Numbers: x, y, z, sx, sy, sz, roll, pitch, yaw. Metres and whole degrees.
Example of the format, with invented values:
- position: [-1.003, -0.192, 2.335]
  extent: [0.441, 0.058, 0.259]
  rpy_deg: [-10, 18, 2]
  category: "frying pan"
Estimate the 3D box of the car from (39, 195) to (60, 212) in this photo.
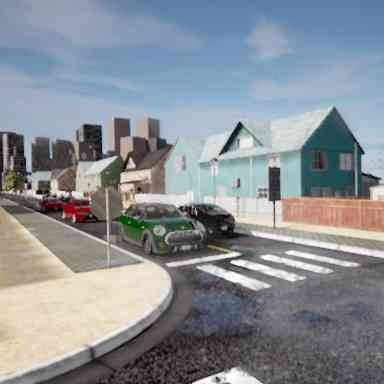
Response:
- position: [-14.035, 1.262, 33.335]
  extent: [1.895, 1.301, 4.718]
  rpy_deg: [-2, 1, -32]
  category: "car"

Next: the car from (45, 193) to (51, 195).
- position: [-21.339, 0.933, 50.254]
  extent: [2.128, 1.511, 4.902]
  rpy_deg: [-2, 1, -32]
  category: "car"

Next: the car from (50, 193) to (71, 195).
- position: [-15.796, 1.016, 41.532]
  extent: [2.128, 1.511, 4.902]
  rpy_deg: [-2, 1, -31]
  category: "car"

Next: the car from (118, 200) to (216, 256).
- position: [-1.296, 1.216, 12.866]
  extent: [2.097, 1.767, 4.553]
  rpy_deg: [-2, 1, -29]
  category: "car"

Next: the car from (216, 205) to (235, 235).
- position: [0.092, 1.277, 16.224]
  extent: [1.837, 1.490, 4.892]
  rpy_deg: [-2, 1, -32]
  category: "car"

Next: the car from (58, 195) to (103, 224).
- position: [-7.712, 1.237, 23.271]
  extent: [1.882, 1.535, 5.008]
  rpy_deg: [-2, 1, -32]
  category: "car"
